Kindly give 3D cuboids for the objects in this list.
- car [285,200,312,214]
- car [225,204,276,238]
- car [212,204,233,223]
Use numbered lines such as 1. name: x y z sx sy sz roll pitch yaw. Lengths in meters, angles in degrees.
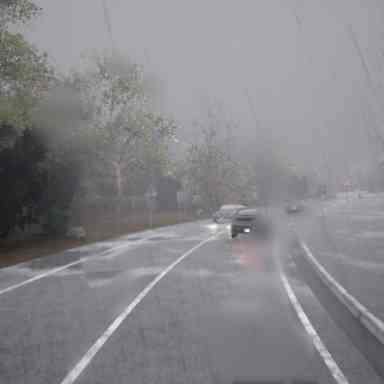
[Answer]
1. car: 10.926 1.467 33.971 1.994 1.385 4.181 -3 0 30
2. car: 3.340 1.544 17.873 1.837 1.490 4.892 -2 0 18
3. car: 3.175 1.675 26.831 1.812 1.442 4.674 -2 -1 25
